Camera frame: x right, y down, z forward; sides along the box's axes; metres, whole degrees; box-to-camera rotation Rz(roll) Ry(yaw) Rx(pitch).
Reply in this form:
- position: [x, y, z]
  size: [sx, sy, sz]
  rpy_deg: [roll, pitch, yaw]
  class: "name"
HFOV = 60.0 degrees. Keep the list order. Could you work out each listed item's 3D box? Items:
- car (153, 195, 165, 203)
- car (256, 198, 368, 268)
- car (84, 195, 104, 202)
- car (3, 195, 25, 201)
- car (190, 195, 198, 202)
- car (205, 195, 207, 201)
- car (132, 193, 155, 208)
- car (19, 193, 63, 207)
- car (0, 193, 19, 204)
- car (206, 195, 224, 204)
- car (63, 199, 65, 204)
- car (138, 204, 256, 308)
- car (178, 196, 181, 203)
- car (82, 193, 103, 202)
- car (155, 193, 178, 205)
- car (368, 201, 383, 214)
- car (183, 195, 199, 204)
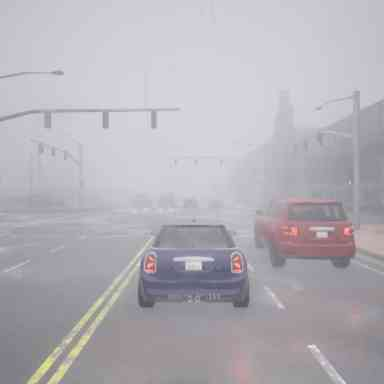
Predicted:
- position: [-6.795, 1.451, 68.707]
  size: [1.882, 1.535, 5.008]
  rpy_deg: [0, 0, 2]
  class: "car"
- position: [3.535, 1.217, 11.433]
  size: [2.150, 2.045, 5.566]
  rpy_deg: [0, 0, 2]
  class: "car"
- position: [-21.583, 1.367, 73.076]
  size: [3.806, 1.475, 1.970]
  rpy_deg: [0, 0, 0]
  class: "car"
- position: [-39.050, 1.335, 73.030]
  size: [3.905, 1.438, 1.784]
  rpy_deg: [0, 0, 0]
  class: "car"
- position: [0.473, 1.444, 79.639]
  size: [1.882, 1.535, 5.008]
  rpy_deg: [0, 0, 1]
  class: "car"
- position: [4.003, 1.493, 80.832]
  size: [2.128, 1.511, 4.902]
  rpy_deg: [0, 0, 1]
  class: "car"
- position: [-7.310, 1.199, 49.146]
  size: [2.150, 2.045, 5.566]
  rpy_deg: [0, 0, 1]
  class: "car"
- position: [-21.573, 1.135, 47.663]
  size: [4.605, 1.855, 1.932]
  rpy_deg: [0, 0, 0]
  class: "car"
- position: [-39.110, 1.126, 70.133]
  size: [4.605, 1.855, 1.932]
  rpy_deg: [0, 0, 0]
  class: "car"
- position: [3.329, 1.508, 45.458]
  size: [1.812, 1.442, 4.674]
  rpy_deg: [0, 0, 0]
  class: "car"
- position: [-21.523, 1.136, 50.557]
  size: [3.866, 1.878, 1.905]
  rpy_deg: [0, 0, 0]
  class: "car"
- position: [0.040, 1.349, 8.091]
  size: [2.097, 1.767, 4.553]
  rpy_deg: [0, 0, 0]
  class: "car"
- position: [-3.288, 1.498, 68.974]
  size: [1.812, 1.442, 4.674]
  rpy_deg: [0, 0, 2]
  class: "car"
- position: [-21.590, 1.129, 70.181]
  size: [3.866, 1.878, 1.905]
  rpy_deg: [0, 0, 0]
  class: "car"
- position: [-3.783, 1.198, 50.601]
  size: [2.150, 2.045, 5.566]
  rpy_deg: [0, 1, 1]
  class: "car"
- position: [17.987, 1.587, 34.564]
  size: [4.718, 1.301, 1.895]
  rpy_deg: [0, 0, 0]
  class: "car"
- position: [-0.163, 1.487, 44.435]
  size: [1.837, 1.490, 4.892]
  rpy_deg: [0, 0, 0]
  class: "car"
